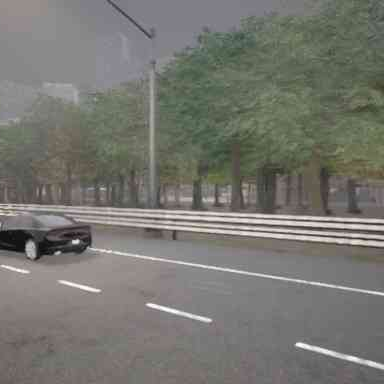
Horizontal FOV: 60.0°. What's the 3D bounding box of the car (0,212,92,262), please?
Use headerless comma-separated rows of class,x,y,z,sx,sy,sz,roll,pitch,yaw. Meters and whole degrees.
car,-5.814,1.497,12.314,5.008,1.535,1.882,0,0,36
